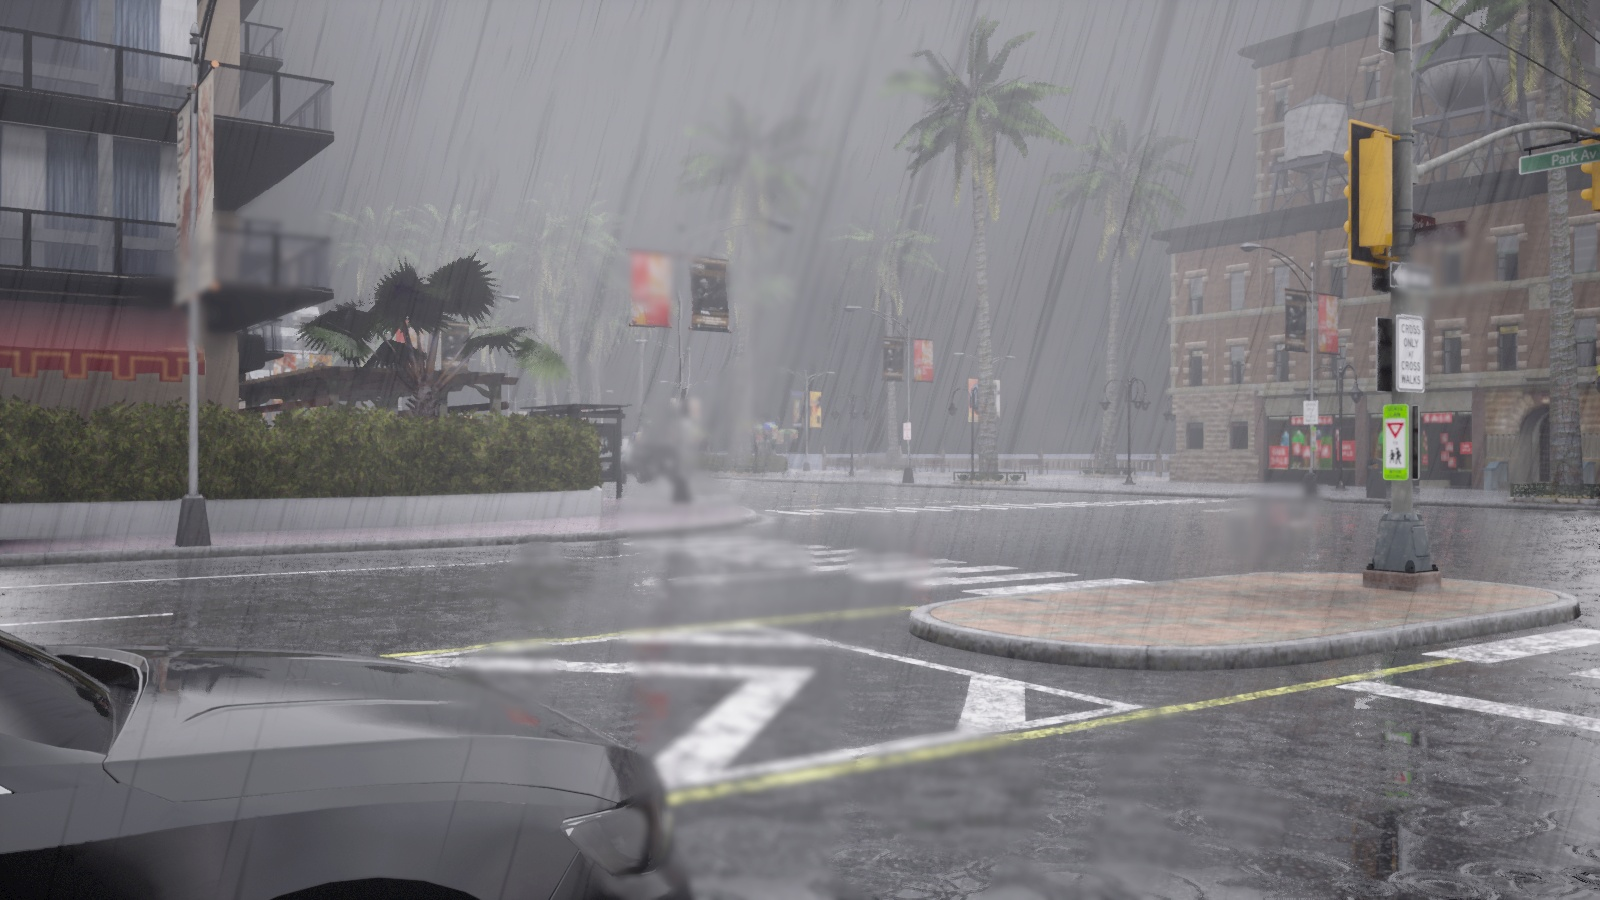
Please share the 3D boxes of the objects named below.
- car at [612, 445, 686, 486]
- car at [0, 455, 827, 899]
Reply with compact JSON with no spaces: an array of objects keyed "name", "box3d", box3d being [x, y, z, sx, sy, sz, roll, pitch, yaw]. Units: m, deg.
[{"name":"car","box3d":[-7.206,0.702,59.590,1.905,1.878,3.866,0,0,-34]},{"name":"car","box3d":[-2.478,0.760,1.933,4.892,1.490,1.837,0,0,-35]}]
